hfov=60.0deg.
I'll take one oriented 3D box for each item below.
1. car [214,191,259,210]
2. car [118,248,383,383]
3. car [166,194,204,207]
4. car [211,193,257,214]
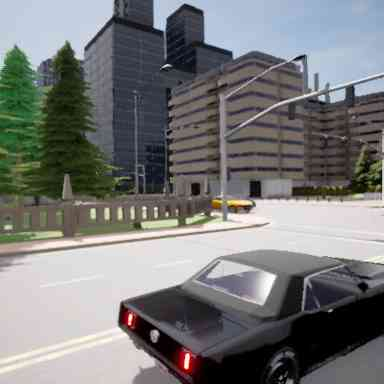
[{"bbox_3d":[4.513,0.847,34.345,2.097,1.767,4.553,-2,1,-35],"label":"car"},{"bbox_3d":[1.486,1.517,4.820,4.718,1.301,1.895,-1,1,-35],"label":"car"},{"bbox_3d":[-0.974,1.042,42.070,2.033,1.411,5.357,-2,1,-35],"label":"car"},{"bbox_3d":[3.289,1.048,30.033,1.882,1.535,5.008,-2,1,-35],"label":"car"}]
